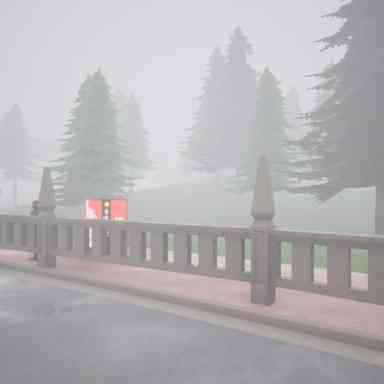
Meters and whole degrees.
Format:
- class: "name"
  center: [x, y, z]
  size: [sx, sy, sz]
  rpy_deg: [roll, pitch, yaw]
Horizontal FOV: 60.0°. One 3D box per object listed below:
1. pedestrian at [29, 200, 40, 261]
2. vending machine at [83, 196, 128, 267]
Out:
- class: "pedestrian"
  center: [-4.742, 1.142, 10.129]
  size: [0.375, 1.860, 0.375]
  rpy_deg: [0, 0, 30]
- class: "vending machine"
  center: [-2.763, 1.195, 10.700]
  size: [0.880, 2.100, 1.100]
  rpy_deg: [0, 0, 30]
